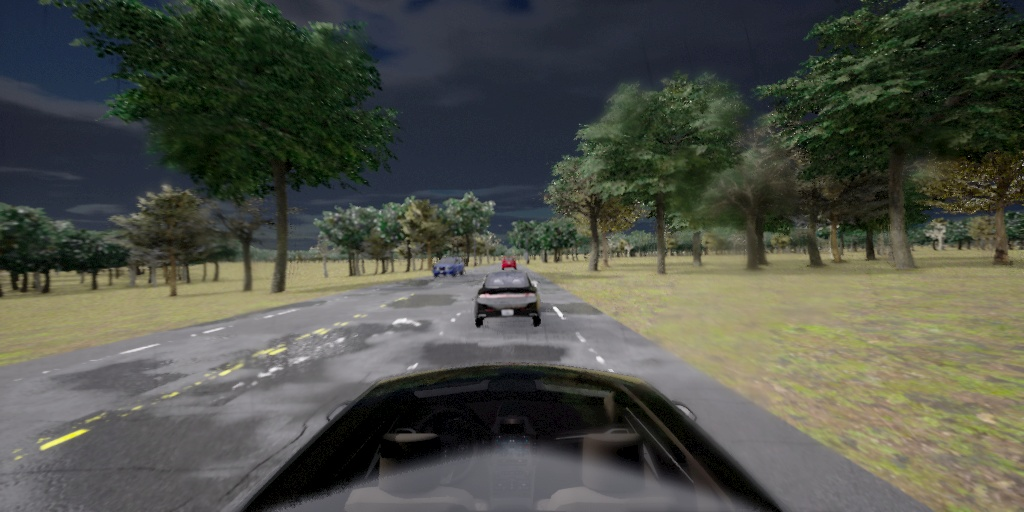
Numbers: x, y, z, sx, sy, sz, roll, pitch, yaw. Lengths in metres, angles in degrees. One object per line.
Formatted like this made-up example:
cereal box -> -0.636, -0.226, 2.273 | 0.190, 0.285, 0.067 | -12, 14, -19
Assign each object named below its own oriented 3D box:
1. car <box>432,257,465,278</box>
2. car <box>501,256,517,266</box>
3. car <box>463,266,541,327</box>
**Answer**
car -> -6.455, 1.181, 37.084 | 2.150, 2.045, 5.566 | -2, 0, 6
car -> -0.439, 1.109, 54.035 | 2.150, 2.045, 5.566 | -1, 0, 0
car -> -0.140, 1.252, 11.684 | 2.128, 1.511, 4.902 | -1, 0, 0
